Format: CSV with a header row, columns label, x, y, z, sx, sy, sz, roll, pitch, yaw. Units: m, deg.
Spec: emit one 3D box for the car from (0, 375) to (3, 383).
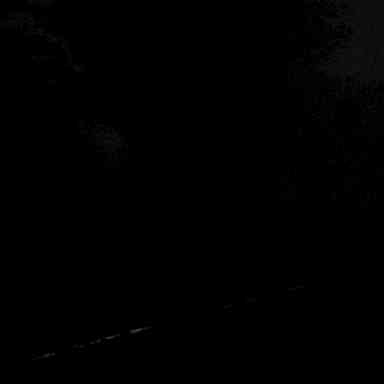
label,x,y,z,sx,sy,sz,roll,pitch,yaw
car,-3.450,1.507,1.285,4.892,1.490,1.837,0,0,-36
